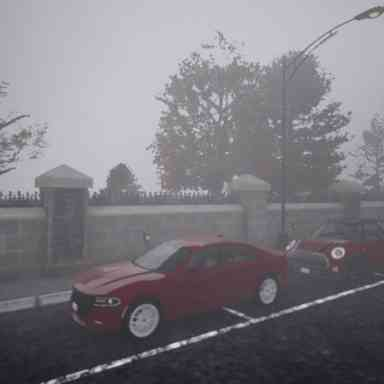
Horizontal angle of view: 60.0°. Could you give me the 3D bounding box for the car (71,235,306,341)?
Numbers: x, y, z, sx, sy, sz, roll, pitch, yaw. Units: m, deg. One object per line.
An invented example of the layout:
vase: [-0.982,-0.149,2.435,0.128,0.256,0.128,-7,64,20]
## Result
car: [-0.012,1.580,6.549,4.507,1.381,1.887,1,0,-35]

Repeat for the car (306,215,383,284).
car: [4.572,1.534,9.816,4.097,1.590,1.967,1,0,-35]
